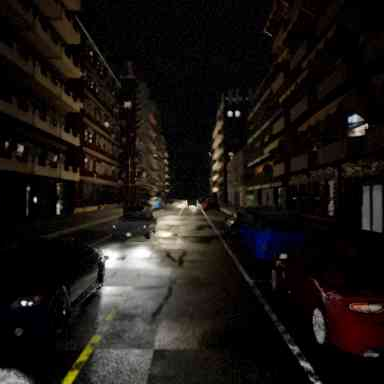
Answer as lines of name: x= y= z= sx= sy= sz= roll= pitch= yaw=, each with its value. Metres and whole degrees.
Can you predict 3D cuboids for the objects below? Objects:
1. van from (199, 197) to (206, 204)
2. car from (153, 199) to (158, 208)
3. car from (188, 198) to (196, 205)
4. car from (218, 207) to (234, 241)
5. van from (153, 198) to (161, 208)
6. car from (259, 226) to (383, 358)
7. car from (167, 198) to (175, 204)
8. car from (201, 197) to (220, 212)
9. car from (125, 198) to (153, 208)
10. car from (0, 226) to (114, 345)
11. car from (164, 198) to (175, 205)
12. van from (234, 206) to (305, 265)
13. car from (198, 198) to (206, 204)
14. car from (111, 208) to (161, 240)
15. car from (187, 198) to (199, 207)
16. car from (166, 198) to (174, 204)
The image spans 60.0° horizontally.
van: x=2.704 y=2.143 z=85.434 sx=1.690 sy=1.788 sz=3.998 roll=0 pitch=-1 yaw=0
car: x=-5.679 y=1.908 z=40.137 sx=2.008 sy=1.369 sz=4.403 roll=0 pitch=-1 yaw=0
car: x=0.006 y=2.059 z=74.049 sx=1.882 sy=1.535 sz=5.008 roll=0 pitch=-1 yaw=0
car: x=2.699 y=1.704 z=17.491 sx=2.008 sy=1.369 sz=4.403 roll=0 pitch=-1 yaw=0
van: x=-5.678 y=1.804 z=51.464 sx=1.690 sy=1.788 sz=3.998 roll=0 pitch=-1 yaw=0
car: x=2.699 y=1.599 z=6.166 sx=1.887 sy=1.381 sz=4.507 roll=0 pitch=0 yaw=0
car: x=-5.677 y=2.409 z=91.095 sx=2.008 sy=1.369 sz=4.403 roll=0 pitch=-1 yaw=0
car: x=2.702 y=1.727 z=45.802 sx=2.192 sy=1.841 sz=5.009 roll=0 pitch=-1 yaw=0
car: x=-5.678 y=1.620 z=34.479 sx=2.192 sy=1.841 sz=5.009 roll=0 pitch=-1 yaw=0
car: x=-3.090 y=1.621 z=6.545 sx=1.994 sy=1.385 sz=4.181 roll=0 pitch=-1 yaw=0
car: x=-5.678 y=2.266 z=79.601 sx=1.752 sy=1.417 sz=4.829 roll=0 pitch=-1 yaw=0
van: x=2.700 y=1.445 z=11.831 sx=1.690 sy=1.788 sz=3.998 roll=0 pitch=-1 yaw=0
car: x=2.703 y=2.404 z=91.095 sx=1.887 sy=1.381 sz=4.507 roll=0 pitch=-1 yaw=0
car: x=-3.006 y=1.759 z=18.104 sx=1.895 sy=1.301 sz=4.718 roll=0 pitch=-1 yaw=0
car: x=0.007 y=2.130 z=63.625 sx=2.033 sy=1.411 sz=5.357 roll=0 pitch=-1 yaw=0
car: x=-5.678 y=2.324 z=85.263 sx=1.752 sy=1.417 sz=4.829 roll=0 pitch=-1 yaw=0
